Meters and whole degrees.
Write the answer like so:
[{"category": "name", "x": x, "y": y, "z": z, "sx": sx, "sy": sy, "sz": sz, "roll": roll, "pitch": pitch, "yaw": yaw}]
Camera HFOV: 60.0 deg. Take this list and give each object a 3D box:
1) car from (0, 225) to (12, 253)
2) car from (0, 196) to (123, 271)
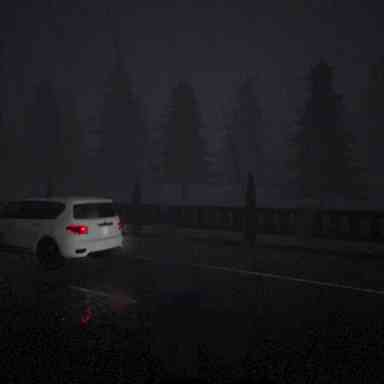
[{"category": "car", "x": -6.441, "y": 1.516, "z": 7.746, "sx": 4.181, "sy": 1.385, "sz": 1.994, "roll": 0, "pitch": 0, "yaw": 31}, {"category": "car", "x": -4.806, "y": 1.162, "z": 10.861, "sx": 5.566, "sy": 2.045, "sz": 2.150, "roll": 0, "pitch": 0, "yaw": 30}]
